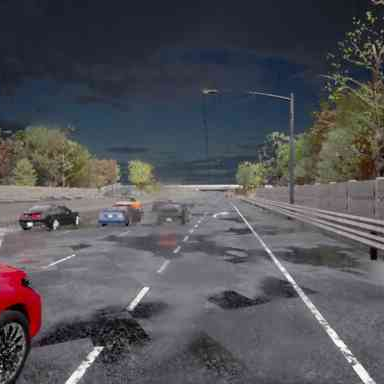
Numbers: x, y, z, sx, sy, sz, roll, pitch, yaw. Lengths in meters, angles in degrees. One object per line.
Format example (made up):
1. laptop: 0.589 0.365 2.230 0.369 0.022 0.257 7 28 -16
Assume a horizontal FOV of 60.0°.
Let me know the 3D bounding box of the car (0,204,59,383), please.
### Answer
1. car: -3.254 1.220 2.062 2.150 2.045 5.566 0 0 5

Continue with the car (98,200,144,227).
1. car: -4.799 1.548 23.060 2.033 1.411 5.357 0 0 5

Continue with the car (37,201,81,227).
1. car: -8.555 1.504 20.476 1.837 1.490 4.892 0 0 5

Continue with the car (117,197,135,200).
1. car: -7.044 1.356 36.550 2.097 1.767 4.553 0 0 5

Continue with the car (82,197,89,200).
1. car: -19.028 1.629 60.351 1.895 1.301 4.718 0 0 6

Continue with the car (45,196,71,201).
1. car: -22.785 1.571 57.826 2.033 1.411 5.357 0 0 6

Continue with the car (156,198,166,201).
1. car: -3.304 1.508 38.937 1.837 1.490 4.892 0 0 5

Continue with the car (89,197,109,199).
1. car: -15.666 1.574 58.890 2.033 1.411 5.357 0 0 6

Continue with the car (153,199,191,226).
1. car: -1.229 1.505 23.613 1.837 1.490 4.892 0 0 5

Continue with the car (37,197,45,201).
1. car: -26.064 1.531 60.098 1.837 1.490 4.892 0 0 6
